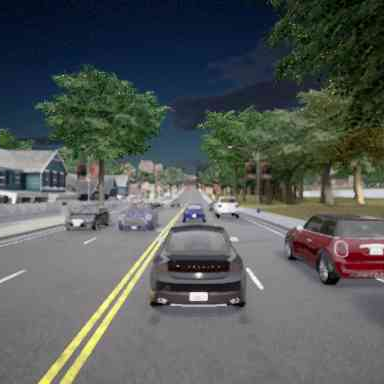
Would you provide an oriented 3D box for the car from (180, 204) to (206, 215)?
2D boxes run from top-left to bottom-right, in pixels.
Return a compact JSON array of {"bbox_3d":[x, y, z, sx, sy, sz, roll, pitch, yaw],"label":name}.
[{"bbox_3d":[0.178,1.722,28.307,1.812,1.442,4.674,0,-1,0],"label":"car"}]

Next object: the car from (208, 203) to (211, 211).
[{"bbox_3d":[3.386,2.064,48.284,2.033,1.411,5.357,0,-1,0],"label":"car"}]

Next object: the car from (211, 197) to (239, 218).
[{"bbox_3d":[3.410,1.495,33.660,2.150,2.045,5.566,0,-1,0],"label":"car"}]

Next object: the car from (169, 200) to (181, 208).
[{"bbox_3d":[-3.099,2.272,62.485,1.837,1.490,4.892,0,-1,1],"label":"car"}]

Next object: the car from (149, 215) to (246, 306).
[{"bbox_3d":[0.120,1.530,8.033,1.837,1.490,4.892,0,0,0],"label":"car"}]

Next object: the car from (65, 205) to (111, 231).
[{"bbox_3d":[-6.542,1.602,21.383,2.128,1.511,4.902,0,-1,0],"label":"car"}]

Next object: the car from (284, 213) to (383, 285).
[{"bbox_3d":[4.248,1.391,9.776,2.097,1.767,4.553,0,0,0],"label":"car"}]

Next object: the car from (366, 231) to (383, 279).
[{"bbox_3d":[4.231,1.521,3.804,1.837,1.490,4.892,0,0,0],"label":"car"}]

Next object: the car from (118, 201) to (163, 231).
[{"bbox_3d":[-3.291,1.466,21.248,2.097,1.767,4.553,0,-1,0],"label":"car"}]
